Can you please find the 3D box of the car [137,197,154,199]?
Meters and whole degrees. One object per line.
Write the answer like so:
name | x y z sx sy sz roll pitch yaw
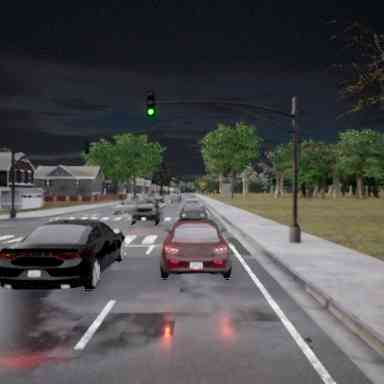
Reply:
car | -6.595 1.440 43.124 2.128 1.511 4.902 0 0 0

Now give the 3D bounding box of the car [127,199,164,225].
car | -3.153 1.482 24.113 1.837 1.490 4.892 0 0 0

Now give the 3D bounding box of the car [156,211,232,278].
car | 0.099 1.517 9.941 1.812 1.442 4.674 0 0 0

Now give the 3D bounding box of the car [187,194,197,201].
car | -0.004 1.511 65.813 1.895 1.301 4.718 0 0 0

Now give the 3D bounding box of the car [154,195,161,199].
car | -6.577 1.496 53.157 1.994 1.385 4.181 0 0 0

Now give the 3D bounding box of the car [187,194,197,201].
car | -0.005 1.269 75.787 2.128 1.511 4.902 0 0 0

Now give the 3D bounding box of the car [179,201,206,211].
car | 0.096 1.578 24.273 1.895 1.301 4.718 0 0 0

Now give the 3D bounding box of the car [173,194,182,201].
car | -3.255 1.268 75.788 1.812 1.442 4.674 0 0 0

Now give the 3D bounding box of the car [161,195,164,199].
car | -6.507 1.389 65.408 1.882 1.535 5.008 0 0 0

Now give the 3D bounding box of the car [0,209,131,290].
car | -3.151 1.470 9.112 1.882 1.535 5.008 0 0 0

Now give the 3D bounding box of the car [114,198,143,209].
car | -6.600 1.565 33.850 1.895 1.301 4.718 0 0 0

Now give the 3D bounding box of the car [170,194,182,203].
car | -3.254 1.459 65.367 2.033 1.411 5.357 0 0 0
